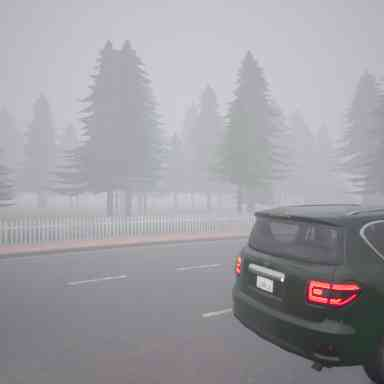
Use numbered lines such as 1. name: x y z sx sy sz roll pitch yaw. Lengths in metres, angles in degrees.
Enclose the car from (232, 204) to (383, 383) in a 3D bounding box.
1. car: 3.277 1.221 5.331 5.566 2.045 2.150 0 0 -27
